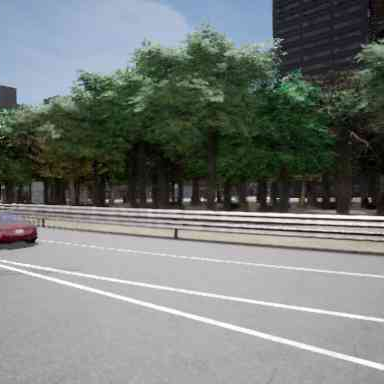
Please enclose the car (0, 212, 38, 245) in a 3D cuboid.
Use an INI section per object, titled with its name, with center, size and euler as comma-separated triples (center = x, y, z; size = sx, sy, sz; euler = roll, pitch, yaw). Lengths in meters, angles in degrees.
[car]
center = -8.686, 1.574, 14.607
size = 4.181, 1.385, 1.994
euler = 0, 0, 33
